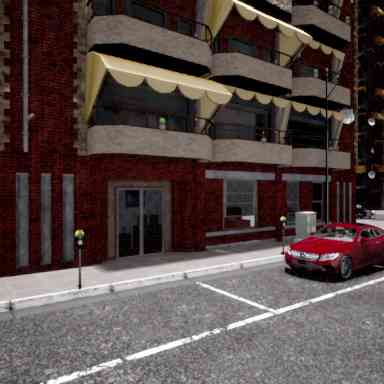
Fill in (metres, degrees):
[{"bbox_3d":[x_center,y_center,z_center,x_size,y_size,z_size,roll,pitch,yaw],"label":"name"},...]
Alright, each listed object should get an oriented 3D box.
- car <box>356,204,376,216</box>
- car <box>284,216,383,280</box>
[{"bbox_3d":[15.520,1.805,32.910,2.128,1.511,4.902,0,-1,-36],"label":"car"},{"bbox_3d":[4.569,1.581,9.867,4.206,1.307,1.802,0,0,-35],"label":"car"}]
